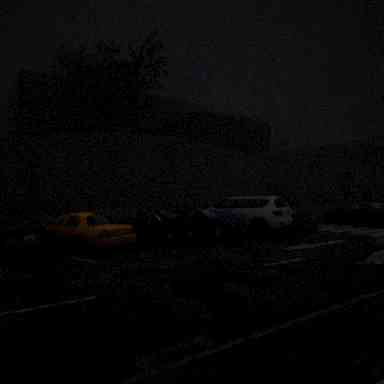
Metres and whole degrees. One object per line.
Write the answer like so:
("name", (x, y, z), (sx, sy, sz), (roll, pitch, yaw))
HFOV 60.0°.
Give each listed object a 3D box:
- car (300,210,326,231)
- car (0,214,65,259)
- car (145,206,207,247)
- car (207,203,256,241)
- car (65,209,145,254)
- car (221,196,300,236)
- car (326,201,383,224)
("car", (5.196, 1.513, 20.353), (4.892, 1.521, 2.231), (-1, -1, 34))
("car", (-6.972, 1.519, 11.704), (4.792, 1.488, 2.163), (-1, -1, 35))
("car", (-2.085, 1.494, 15.146), (4.892, 1.521, 2.231), (-1, -1, 35))
("car", (0.340, 1.497, 16.888), (5.008, 1.535, 2.097), (-1, -1, 35))
("car", (-4.672, 1.489, 13.525), (5.366, 1.575, 1.946), (-1, -1, 35))
("car", (2.741, 1.251, 18.628), (5.566, 2.045, 2.435), (-1, -1, 35))
("car", (12.486, 1.591, 25.529), (4.674, 1.452, 2.002), (-1, -1, 35))
